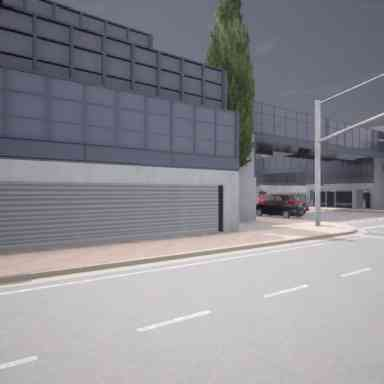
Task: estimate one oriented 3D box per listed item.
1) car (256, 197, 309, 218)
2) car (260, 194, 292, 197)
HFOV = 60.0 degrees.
[{"bbox_3d":[7.729,1.478,30.046,1.882,1.535,5.008,0,0,-37],"label":"car"},{"bbox_3d":[9.167,1.221,34.007,2.150,2.045,5.566,0,0,-35],"label":"car"}]
